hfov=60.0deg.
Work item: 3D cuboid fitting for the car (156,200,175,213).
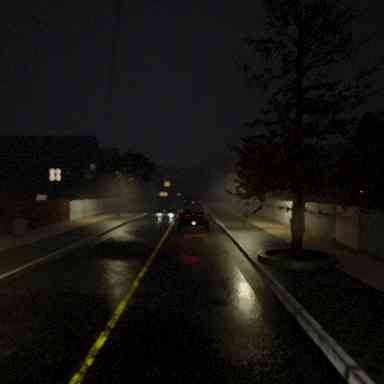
[{"bbox_3d":[-2.852,1.582,37.165,2.033,1.411,5.357,0,0,0],"label":"car"}]

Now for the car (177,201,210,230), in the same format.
[{"bbox_3d":[0.094,1.508,21.105,1.837,1.490,4.892,0,-1,0],"label":"car"}]

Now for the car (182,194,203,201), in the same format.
[{"bbox_3d":[0.077,1.259,38.451,2.150,2.045,5.566,0,0,0],"label":"car"}]
